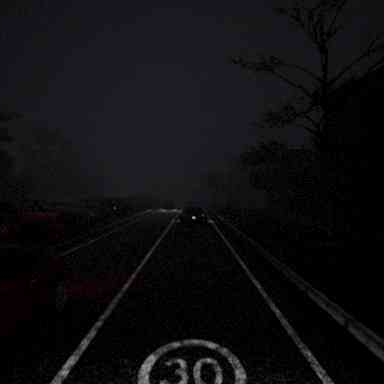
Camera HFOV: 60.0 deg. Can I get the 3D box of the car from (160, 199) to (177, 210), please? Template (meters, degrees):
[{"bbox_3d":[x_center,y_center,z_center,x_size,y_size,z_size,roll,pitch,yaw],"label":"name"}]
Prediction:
[{"bbox_3d":[-3.274,1.848,49.842,1.837,1.490,4.892,0,-1,0],"label":"car"}]

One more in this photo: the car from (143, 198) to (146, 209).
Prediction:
[{"bbox_3d":[-8.910,1.871,43.703,4.674,1.452,2.002,0,0,0],"label":"car"}]

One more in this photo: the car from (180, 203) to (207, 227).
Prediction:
[{"bbox_3d":[0.125,1.768,25.018,1.994,1.385,4.181,0,0,0],"label":"car"}]

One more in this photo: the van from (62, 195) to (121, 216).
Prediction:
[{"bbox_3d":[-9.024,1.500,29.686,4.442,1.987,1.878,0,0,0],"label":"van"}]

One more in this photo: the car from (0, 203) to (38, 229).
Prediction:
[{"bbox_3d":[-8.869,1.458,12.867,4.553,1.767,2.185,0,0,0],"label":"car"}]

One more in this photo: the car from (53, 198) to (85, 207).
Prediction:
[{"bbox_3d":[-22.003,1.864,59.710,5.008,1.535,2.097,0,0,0],"label":"car"}]

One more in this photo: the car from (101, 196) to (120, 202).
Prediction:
[{"bbox_3d":[-22.007,1.925,90.242,4.674,1.452,2.002,0,0,0],"label":"car"}]

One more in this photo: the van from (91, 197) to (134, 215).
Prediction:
[{"bbox_3d":[-9.027,1.571,38.094,4.442,1.987,1.878,0,0,0],"label":"van"}]

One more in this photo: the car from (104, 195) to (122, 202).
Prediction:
[{"bbox_3d":[-22.042,1.762,93.018,4.553,1.767,2.185,0,0,0],"label":"car"}]

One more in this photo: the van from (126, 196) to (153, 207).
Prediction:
[{"bbox_3d":[-9.034,1.637,57.727,4.442,1.987,1.878,0,0,0],"label":"van"}]

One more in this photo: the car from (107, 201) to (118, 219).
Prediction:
[{"bbox_3d":[-8.900,1.703,26.881,4.892,1.521,2.231,0,0,0],"label":"car"}]

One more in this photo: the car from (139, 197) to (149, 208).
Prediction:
[{"bbox_3d":[-8.943,1.874,46.511,4.792,1.488,2.163,0,0,0],"label":"car"}]

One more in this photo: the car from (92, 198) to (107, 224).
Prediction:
[{"bbox_3d":[-8.936,1.553,24.079,4.553,1.767,2.185,0,0,0],"label":"car"}]

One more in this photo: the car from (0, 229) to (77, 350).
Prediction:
[{"bbox_3d":[-3.358,1.568,4.961,1.812,1.442,4.674,0,0,0],"label":"car"}]

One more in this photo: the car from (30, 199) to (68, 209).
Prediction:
[{"bbox_3d":[-21.990,1.856,51.382,5.008,1.535,2.097,0,0,0],"label":"car"}]

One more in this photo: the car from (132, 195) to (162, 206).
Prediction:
[{"bbox_3d":[-8.893,1.617,66.137,5.566,2.045,2.435,0,0,0],"label":"car"}]

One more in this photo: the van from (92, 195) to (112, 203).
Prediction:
[{"bbox_3d":[-22.123,1.653,81.915,4.442,1.987,1.878,0,0,0],"label":"van"}]

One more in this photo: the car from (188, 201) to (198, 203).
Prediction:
[{"bbox_3d":[0.141,1.854,41.914,2.033,1.411,5.357,0,0,0],"label":"car"}]

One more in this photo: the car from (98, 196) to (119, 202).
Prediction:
[{"bbox_3d":[-22.004,1.882,87.467,5.008,1.535,2.097,0,0,0],"label":"car"}]

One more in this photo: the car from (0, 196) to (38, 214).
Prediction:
[{"bbox_3d":[-21.962,1.559,40.277,5.566,2.045,2.435,0,0,0],"label":"car"}]

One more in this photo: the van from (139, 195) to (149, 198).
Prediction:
[{"bbox_3d":[-9.031,1.626,49.315,4.442,1.987,1.878,0,0,0],"label":"van"}]

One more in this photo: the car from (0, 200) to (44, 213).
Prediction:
[{"bbox_3d":[-22.020,1.857,43.050,4.792,1.488,2.163,0,0,0],"label":"car"}]

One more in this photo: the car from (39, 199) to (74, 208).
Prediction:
[{"bbox_3d":[-21.990,1.862,54.160,4.892,1.521,2.231,0,0,0],"label":"car"}]

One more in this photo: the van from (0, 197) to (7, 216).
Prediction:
[{"bbox_3d":[-22.105,1.543,34.724,4.442,1.987,1.878,0,0,0],"label":"van"}]

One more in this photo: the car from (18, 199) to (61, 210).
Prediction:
[{"bbox_3d":[-22.178,1.847,48.605,5.366,1.575,1.946,0,0,0],"label":"car"}]

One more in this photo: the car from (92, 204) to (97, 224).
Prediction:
[{"bbox_3d":[-8.901,1.695,21.275,4.674,1.452,2.002,0,0,0],"label":"car"}]

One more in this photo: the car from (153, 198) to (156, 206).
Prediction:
[{"bbox_3d":[-8.911,1.861,54.923,5.008,1.535,2.097,0,0,0],"label":"car"}]

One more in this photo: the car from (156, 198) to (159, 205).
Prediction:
[{"bbox_3d":[-8.921,1.905,60.530,4.674,1.452,2.002,0,0,0],"label":"car"}]

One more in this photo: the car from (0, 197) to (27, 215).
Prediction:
[{"bbox_3d":[-22.018,1.541,37.500,5.566,2.045,2.435,0,0,0],"label":"car"}]

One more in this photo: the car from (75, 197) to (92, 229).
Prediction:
[{"bbox_3d":[-8.874,1.379,18.474,5.566,2.045,2.435,0,0,0],"label":"car"}]

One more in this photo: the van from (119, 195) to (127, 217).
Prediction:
[{"bbox_3d":[-9.025,1.524,32.490,4.442,1.987,1.878,0,0,0],"label":"van"}]

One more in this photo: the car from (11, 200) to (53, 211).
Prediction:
[{"bbox_3d":[-21.963,1.873,45.833,4.792,1.488,2.163,0,0,0],"label":"car"}]

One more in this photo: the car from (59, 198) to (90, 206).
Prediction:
[{"bbox_3d":[-22.004,1.866,62.486,5.008,1.535,2.097,0,0,0],"label":"car"}]

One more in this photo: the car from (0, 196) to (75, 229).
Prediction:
[{"bbox_3d":[-8.873,1.356,15.671,5.566,2.045,2.435,0,0,0],"label":"car"}]

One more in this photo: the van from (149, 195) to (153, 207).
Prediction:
[{"bbox_3d":[-8.799,1.632,52.116,4.442,1.987,1.878,0,0,0],"label":"van"}]

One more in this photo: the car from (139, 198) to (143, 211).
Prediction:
[{"bbox_3d":[-8.918,1.815,40.900,4.892,1.521,2.231,0,0,0],"label":"car"}]

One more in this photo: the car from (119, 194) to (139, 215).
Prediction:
[{"bbox_3d":[-8.881,1.522,35.294,5.566,2.045,2.435,0,-1,0],"label":"car"}]
